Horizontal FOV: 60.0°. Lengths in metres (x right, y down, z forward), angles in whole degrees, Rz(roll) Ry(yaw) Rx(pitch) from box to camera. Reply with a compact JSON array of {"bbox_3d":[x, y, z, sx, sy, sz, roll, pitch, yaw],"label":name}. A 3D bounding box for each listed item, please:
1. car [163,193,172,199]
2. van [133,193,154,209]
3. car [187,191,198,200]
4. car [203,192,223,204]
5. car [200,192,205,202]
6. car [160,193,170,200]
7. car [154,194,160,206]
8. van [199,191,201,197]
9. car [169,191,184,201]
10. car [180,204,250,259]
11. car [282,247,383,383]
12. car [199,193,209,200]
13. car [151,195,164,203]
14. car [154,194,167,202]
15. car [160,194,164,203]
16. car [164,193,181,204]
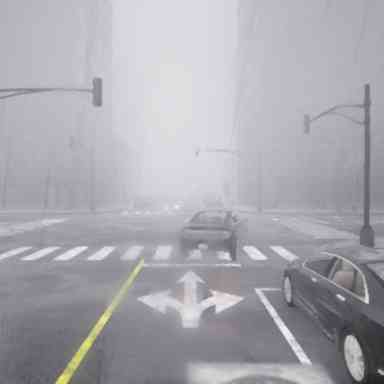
[{"bbox_3d":[-5.894,0.939,79.371,1.887,1.381,4.507,0,0,0],"label":"car"},{"bbox_3d":[-5.892,1.041,39.693,1.690,1.788,3.998,0,0,0],"label":"van"},{"bbox_3d":[-0.035,0.984,70.089,1.812,1.442,4.674,0,0,0],"label":"car"},{"bbox_3d":[2.634,1.139,39.697,1.967,1.590,4.097,0,0,0],"label":"car"},{"bbox_3d":[2.633,1.053,51.035,1.967,1.590,4.097,0,0,0],"label":"car"},{"bbox_3d":[-5.894,1.005,73.704,1.947,1.339,4.313,0,0,0],"label":"car"},{"bbox_3d":[-5.893,1.097,45.362,1.967,1.590,4.097,0,0,0],"label":"car"},{"bbox_3d":[2.632,0.868,62.372,1.690,1.788,3.998,0,0,0],"label":"van"},{"bbox_3d":[-3.038,1.044,67.600,1.994,1.385,4.181,0,1,0],"label":"car"},{"bbox_3d":[0.982,1.399,12.250,2.128,1.511,4.902,0,0,16],"label":"car"},{"bbox_3d":[2.646,1.511,5.049,2.008,1.369,4.403,0,0,0],"label":"car"},{"bbox_3d":[2.632,0.989,73.712,2.008,1.369,4.403,0,0,0],"label":"car"},{"bbox_3d":[-5.893,1.153,56.700,1.802,1.307,4.206,0,0,0],"label":"car"},{"bbox_3d":[-5.894,1.094,62.368,1.947,1.339,4.313,0,0,0],"label":"car"},{"bbox_3d":[-5.893,1.180,51.032,1.947,1.339,4.313,0,0,0],"label":"car"},{"bbox_3d":[-3.109,1.207,52.070,1.895,1.301,4.718,0,0,0],"label":"car"}]
